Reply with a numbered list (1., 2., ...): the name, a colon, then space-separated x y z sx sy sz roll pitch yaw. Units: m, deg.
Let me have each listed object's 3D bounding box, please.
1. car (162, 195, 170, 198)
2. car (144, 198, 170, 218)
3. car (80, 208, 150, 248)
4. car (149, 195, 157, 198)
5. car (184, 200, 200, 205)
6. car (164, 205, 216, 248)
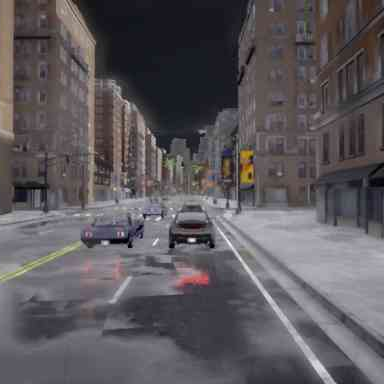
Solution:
1. car: -6.500 1.516 83.315 1.837 1.490 4.892 0 0 0
2. car: -3.250 1.566 29.654 2.033 1.411 5.357 0 0 0
3. car: -3.250 1.618 14.682 1.895 1.301 4.718 0 0 0
4. car: -9.750 1.541 83.316 2.128 1.511 4.902 0 0 0
5. car: 0.000 1.519 29.654 1.837 1.490 4.892 0 0 0
6. car: 0.000 1.518 14.652 1.837 1.490 4.892 0 0 0
